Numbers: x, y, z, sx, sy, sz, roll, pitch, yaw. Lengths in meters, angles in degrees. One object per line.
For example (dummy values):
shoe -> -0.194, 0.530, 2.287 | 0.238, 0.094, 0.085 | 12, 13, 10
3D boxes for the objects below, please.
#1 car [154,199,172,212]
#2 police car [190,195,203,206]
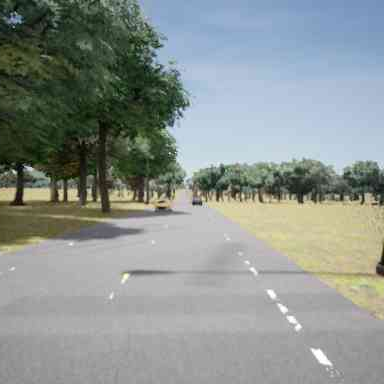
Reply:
car -> -3.580, 1.665, 41.863 | 1.882, 1.535, 5.008 | 0, -1, 0
police car -> 1.060, 1.850, 64.073 | 1.930, 1.638, 5.238 | 0, -1, 0
